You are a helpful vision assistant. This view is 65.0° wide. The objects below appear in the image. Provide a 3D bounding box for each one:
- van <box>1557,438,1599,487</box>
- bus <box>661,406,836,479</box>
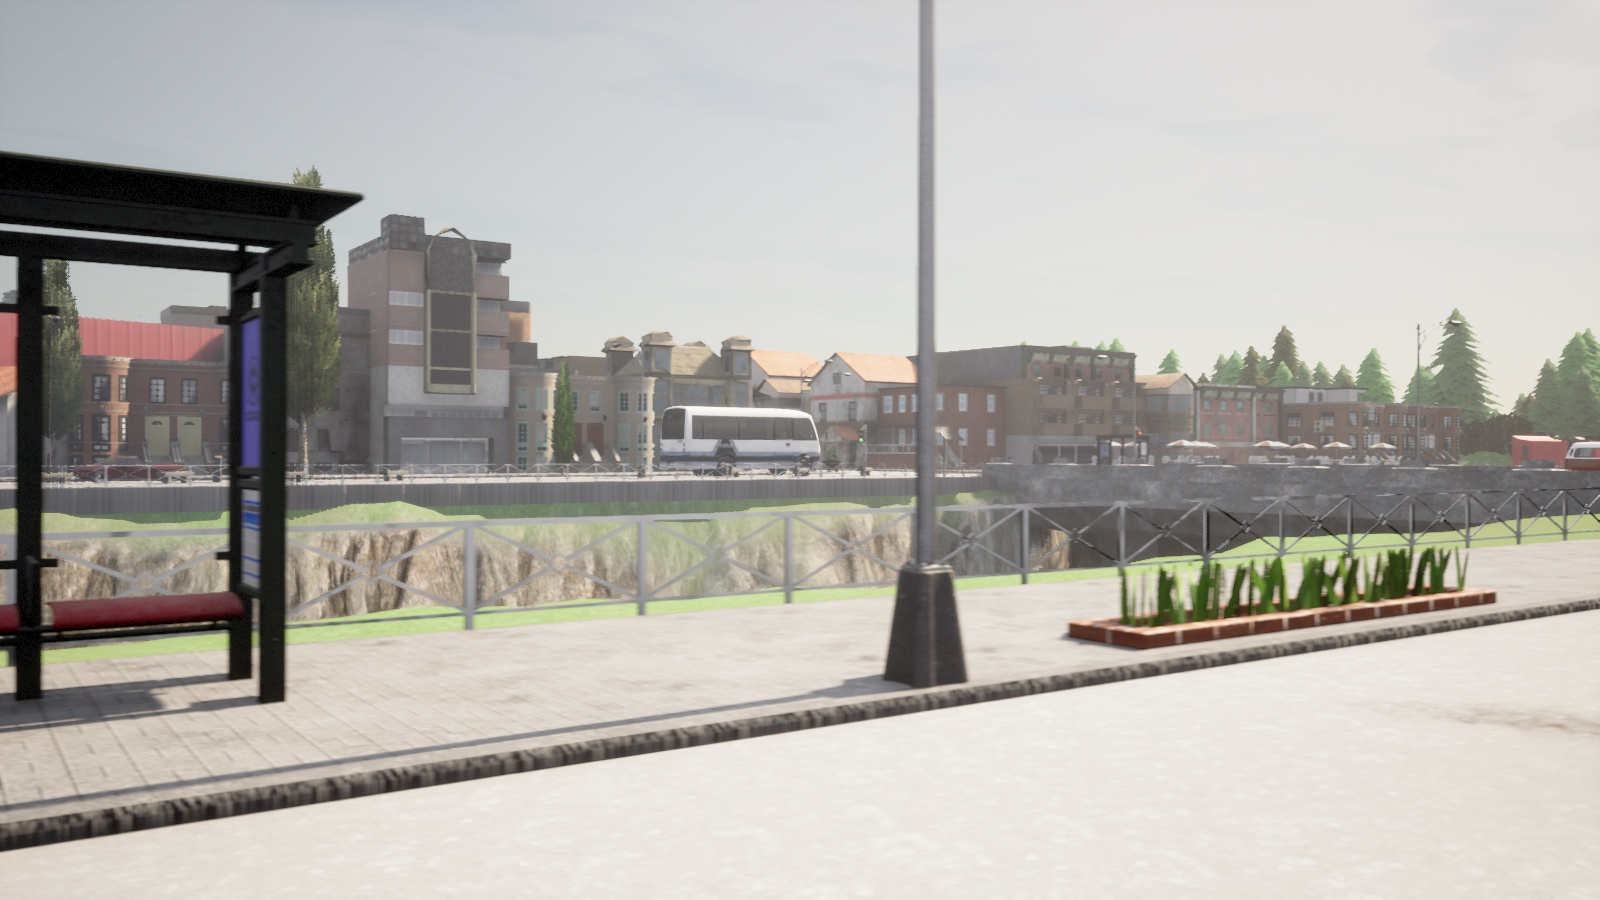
[{"bbox_3d":[34.926,0.525,53.170,2.069,2.038,4.480,0,0,-35],"label":"van"},{"bbox_3d":[-3.082,-0.436,77.330,10.273,4.253,3.944,0,0,-35],"label":"bus"}]
